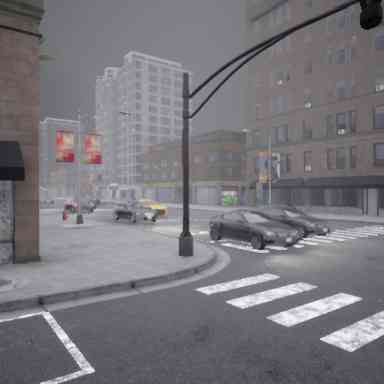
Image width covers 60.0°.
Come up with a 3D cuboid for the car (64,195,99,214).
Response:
[{"bbox_3d":[-11.965,1.300,35.167,2.097,1.767,4.553,0,0,-36],"label":"car"}]

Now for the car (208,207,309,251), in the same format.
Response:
[{"bbox_3d":[2.453,1.513,14.410,1.812,1.442,4.674,0,0,-30],"label":"car"}]

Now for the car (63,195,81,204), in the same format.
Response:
[{"bbox_3d":[-21.750,1.404,60.159,1.837,1.490,4.892,0,0,-36],"label":"car"}]

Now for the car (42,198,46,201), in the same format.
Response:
[{"bbox_3d":[-21.441,1.167,48.449,2.128,1.511,4.902,0,0,-36],"label":"car"}]

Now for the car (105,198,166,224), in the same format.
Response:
[{"bbox_3d":[-4.278,1.460,24.505,2.128,1.511,4.902,0,0,-36],"label":"car"}]

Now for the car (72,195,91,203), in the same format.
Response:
[{"bbox_3d":[-22.085,1.433,66.171,2.033,1.411,5.357,0,0,-36],"label":"car"}]

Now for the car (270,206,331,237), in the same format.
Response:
[{"bbox_3d":[4.857,1.506,17.400,1.812,1.442,4.674,0,0,-36],"label":"car"}]

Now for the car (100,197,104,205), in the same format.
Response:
[{"bbox_3d":[-16.077,1.267,52.297,2.097,1.767,4.553,0,0,-36],"label":"car"}]

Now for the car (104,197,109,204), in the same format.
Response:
[{"bbox_3d":[-14.965,1.507,56.307,1.895,1.301,4.718,0,0,-36],"label":"car"}]
